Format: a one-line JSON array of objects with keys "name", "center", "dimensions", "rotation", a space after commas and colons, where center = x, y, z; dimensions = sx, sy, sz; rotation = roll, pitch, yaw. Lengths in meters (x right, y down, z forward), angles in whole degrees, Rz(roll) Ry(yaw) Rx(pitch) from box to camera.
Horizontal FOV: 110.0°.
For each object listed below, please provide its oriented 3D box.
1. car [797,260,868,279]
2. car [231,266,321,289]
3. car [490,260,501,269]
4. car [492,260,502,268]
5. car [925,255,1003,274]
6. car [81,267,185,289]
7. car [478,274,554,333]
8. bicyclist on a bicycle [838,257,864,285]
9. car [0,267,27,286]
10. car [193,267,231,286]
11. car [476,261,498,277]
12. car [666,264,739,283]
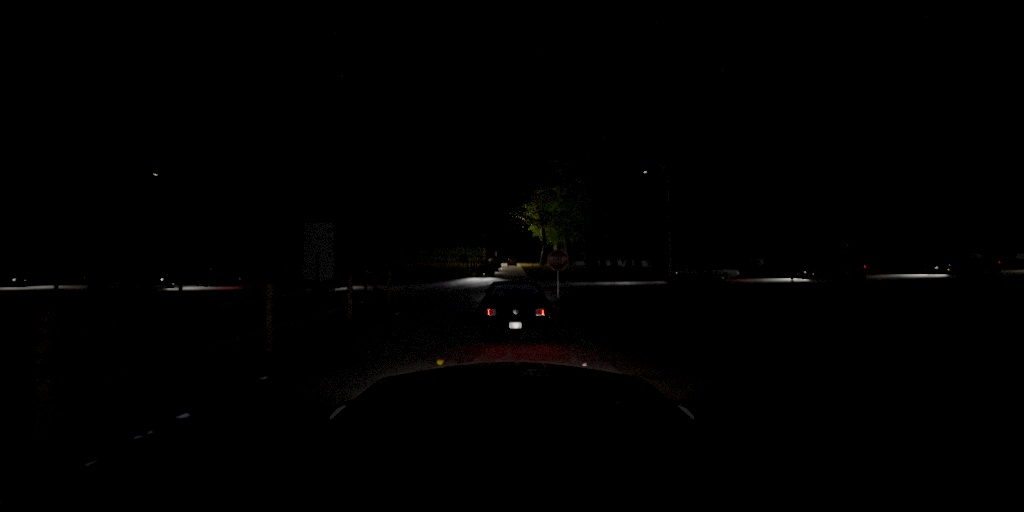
[{"name": "car", "center": [24.103, 0.991, 27.071], "dimensions": [4.181, 1.385, 1.994], "rotation": [-2, -1, 0]}, {"name": "car", "center": [-15.399, 1.396, 23.914], "dimensions": [4.892, 1.490, 1.837], "rotation": [0, -1, 1]}, {"name": "car", "center": [-2.888, 1.424, 64.240], "dimensions": [1.837, 1.490, 4.892], "rotation": [0, 0, 0]}, {"name": "car", "center": [-2.905, 1.503, 51.593], "dimensions": [2.033, 1.411, 5.357], "rotation": [0, 0, 0]}, {"name": "car", "center": [34.046, 0.641, 27.122], "dimensions": [4.181, 1.385, 1.994], "rotation": [-2, -1, -1]}, {"name": "car", "center": [-25.211, 1.437, 23.915], "dimensions": [5.357, 1.411, 2.033], "rotation": [0, -1, 0]}, {"name": "car", "center": [0.087, 1.412, 10.973], "dimensions": [1.895, 1.301, 4.718], "rotation": [0, 0, 0]}, {"name": "bicyclist on a bicycle", "center": [19.870, 0.870, 21.073], "dimensions": [0.582, 1.620, 1.656], "rotation": [-1, -1, 0]}, {"name": "car", "center": [-35.584, 1.306, 23.882], "dimensions": [4.892, 1.490, 1.837], "rotation": [1, -1, 0]}, {"name": "car", "center": [-21.072, 1.501, 26.834], "dimensions": [4.674, 1.442, 1.812], "rotation": [0, -1, 0]}, {"name": "car", "center": [-2.897, 1.554, 39.287], "dimensions": [1.895, 1.301, 4.718], "rotation": [0, 0, 0]}, {"name": "car", "center": [14.213, 1.285, 27.029], "dimensions": [4.718, 1.301, 1.895], "rotation": [-1, -1, 0]}]
